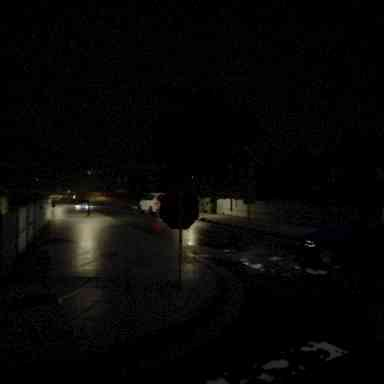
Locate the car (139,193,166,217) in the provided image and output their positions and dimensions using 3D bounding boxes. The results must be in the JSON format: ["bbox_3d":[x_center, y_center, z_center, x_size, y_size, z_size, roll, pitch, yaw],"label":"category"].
[{"bbox_3d":[-3.095,1.122,29.774,2.150,2.045,5.566,1,0,-24],"label":"car"}]

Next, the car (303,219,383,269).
[{"bbox_3d":[6.004,1.586,10.150,5.008,1.535,1.882,1,4,29],"label":"car"}]

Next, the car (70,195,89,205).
[{"bbox_3d":[-16.475,1.174,48.986,1.895,1.301,4.718,1,0,-32],"label":"car"}]
